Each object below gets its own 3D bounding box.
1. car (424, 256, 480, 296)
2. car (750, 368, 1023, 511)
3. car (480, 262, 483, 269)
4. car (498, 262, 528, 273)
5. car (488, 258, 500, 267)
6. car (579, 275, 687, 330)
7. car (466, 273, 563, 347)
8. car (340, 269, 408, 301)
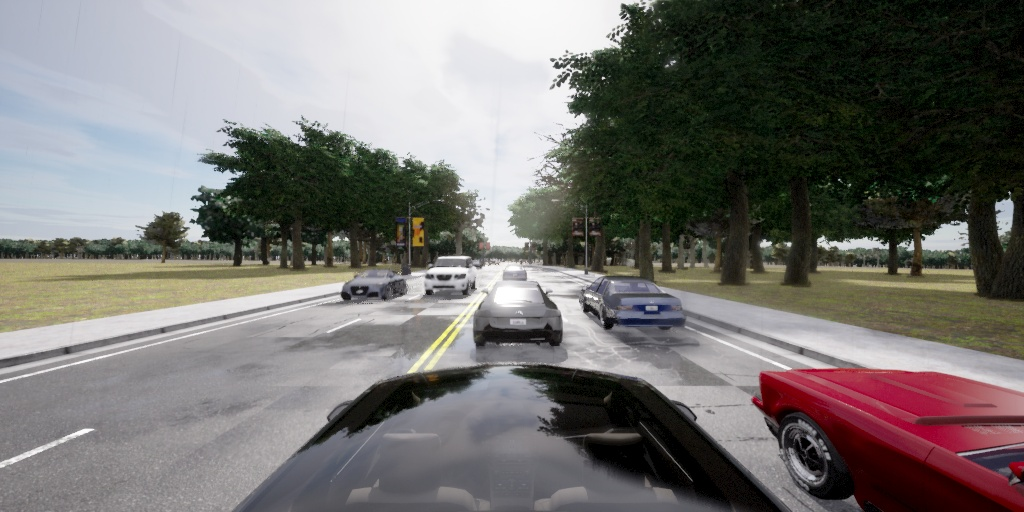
[{"bbox_3d":[-3.264,1.002,19.954,2.150,2.045,5.566,0,0,0],"label":"car"},{"bbox_3d":[3.349,1.351,1.495,1.895,1.301,4.718,0,0,1],"label":"car"},{"bbox_3d":[-6.071,1.513,60.727,1.994,1.385,4.181,0,0,3],"label":"car"},{"bbox_3d":[0.217,1.348,27.110,2.033,1.411,5.357,0,0,1],"label":"car"},{"bbox_3d":[-2.969,1.069,60.714,1.994,1.385,4.181,0,0,0],"label":"car"},{"bbox_3d":[3.389,1.306,11.135,2.033,1.411,5.357,0,0,1],"label":"car"},{"bbox_3d":[0.135,1.319,9.340,1.994,1.385,4.181,0,0,0],"label":"car"},{"bbox_3d":[-6.528,1.338,17.370,1.994,1.385,4.181,0,0,0],"label":"car"}]
